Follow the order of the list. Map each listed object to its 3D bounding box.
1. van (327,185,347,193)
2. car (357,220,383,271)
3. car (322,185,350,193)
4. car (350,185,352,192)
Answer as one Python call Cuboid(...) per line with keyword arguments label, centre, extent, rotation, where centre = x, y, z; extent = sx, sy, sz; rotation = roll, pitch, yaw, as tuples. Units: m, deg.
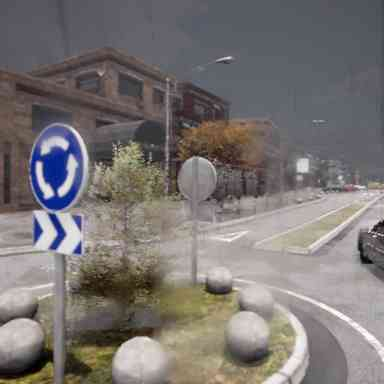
Cuboid(label="van", centre=(36.289, -0.816, 83.213), extent=(4.442, 1.987, 1.878), rotation=(1, 1, 32))
Cuboid(label="car", centre=(5.888, 1.450, 8.956), extent=(1.837, 1.490, 4.892), rotation=(0, 1, 14))
Cuboid(label="car", centre=(34.681, -0.799, 80.944), extent=(5.566, 2.045, 2.435), rotation=(1, 2, 32))
Cuboid(label="car", centre=(37.766, -0.611, 85.722), extent=(4.792, 1.488, 2.163), rotation=(1, 2, 32))
